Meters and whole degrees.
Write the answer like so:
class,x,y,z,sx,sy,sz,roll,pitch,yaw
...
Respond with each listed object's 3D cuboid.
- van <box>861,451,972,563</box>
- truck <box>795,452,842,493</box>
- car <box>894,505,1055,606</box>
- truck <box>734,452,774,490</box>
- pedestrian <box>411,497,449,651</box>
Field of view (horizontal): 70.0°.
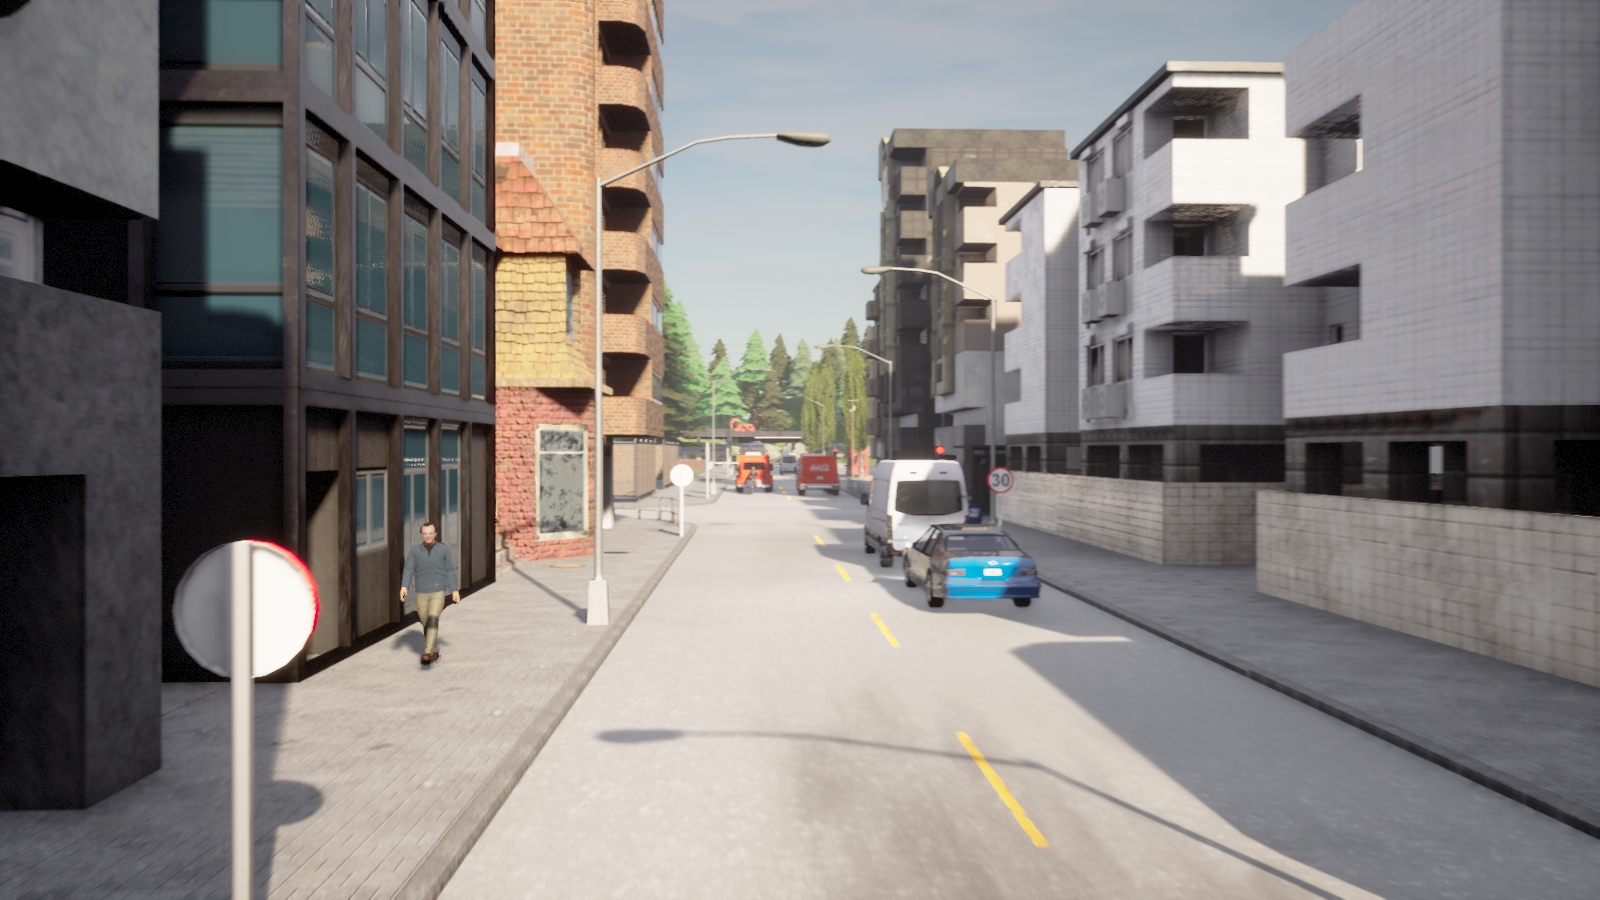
class,x,y,z,sx,sy,sz,roll,pitch,yaw
van,2.822,1.309,29.095,1.988,2.561,5.915,0,0,-2
truck,1.096,1.340,71.424,2.627,2.467,5.204,0,0,-2
car,3.133,1.881,21.698,2.033,1.411,5.357,0,0,-2
truck,-3.051,1.341,76.195,2.627,2.467,5.204,0,0,-2
pedestrian,-4.590,1.525,14.180,0.375,1.860,0.375,0,0,-6
